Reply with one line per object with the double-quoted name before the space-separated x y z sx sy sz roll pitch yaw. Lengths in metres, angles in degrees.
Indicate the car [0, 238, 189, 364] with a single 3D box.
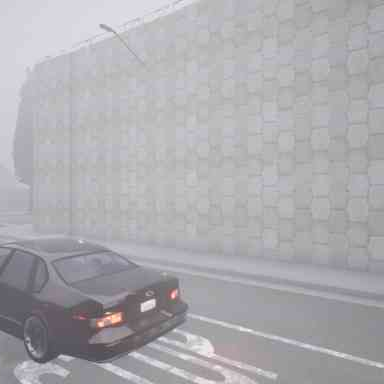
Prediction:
"car" -2.628 1.547 5.852 5.357 1.411 2.033 0 0 35
